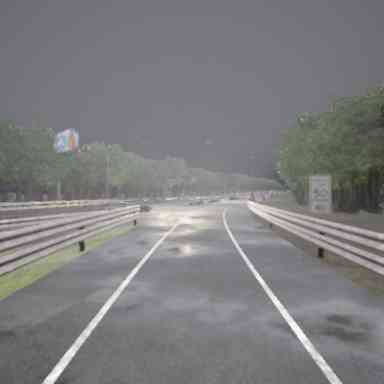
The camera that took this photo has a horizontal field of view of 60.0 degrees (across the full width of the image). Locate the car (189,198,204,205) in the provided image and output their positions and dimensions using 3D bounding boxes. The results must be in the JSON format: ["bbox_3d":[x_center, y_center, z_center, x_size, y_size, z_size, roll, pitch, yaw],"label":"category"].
[{"bbox_3d":[0.977,1.895,65.262,2.033,1.411,5.357,0,0,16],"label":"car"}]

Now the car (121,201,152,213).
[{"bbox_3d":[-6.570,1.804,39.257,2.033,1.411,5.357,0,-1,16],"label":"car"}]

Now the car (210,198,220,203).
[{"bbox_3d":[5.715,2.040,81.623,1.895,1.301,4.718,0,0,16],"label":"car"}]
